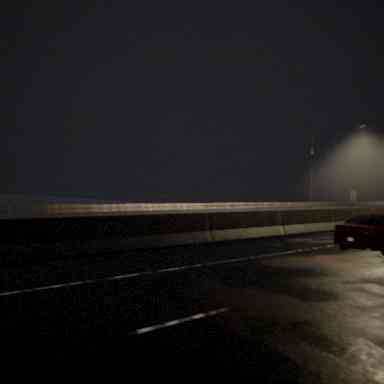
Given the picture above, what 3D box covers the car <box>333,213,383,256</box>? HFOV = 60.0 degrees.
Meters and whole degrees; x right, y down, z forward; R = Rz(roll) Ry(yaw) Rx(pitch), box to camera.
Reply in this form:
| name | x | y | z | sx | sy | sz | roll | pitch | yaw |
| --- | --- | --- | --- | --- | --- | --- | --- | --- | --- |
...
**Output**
| name | x | y | z | sx | sy | sz | roll | pitch | yaw |
| --- | --- | --- | --- | --- | --- | --- | --- | --- | --- |
| car | 7.905 | 1.618 | 13.737 | 5.008 | 1.535 | 1.882 | 0 | 0 | -35 |
